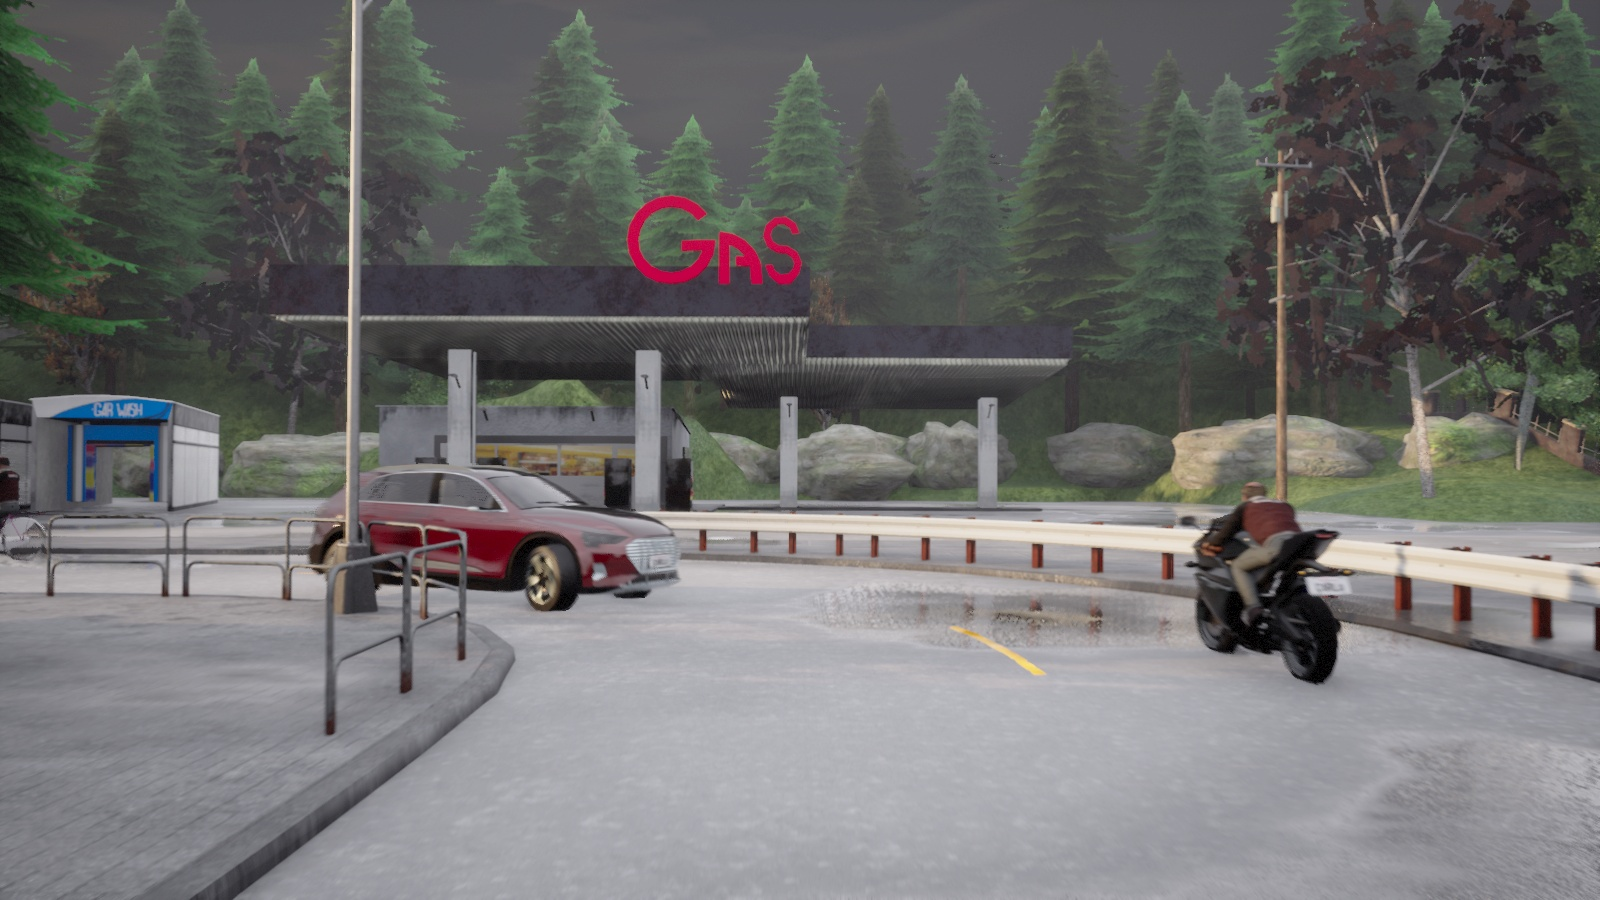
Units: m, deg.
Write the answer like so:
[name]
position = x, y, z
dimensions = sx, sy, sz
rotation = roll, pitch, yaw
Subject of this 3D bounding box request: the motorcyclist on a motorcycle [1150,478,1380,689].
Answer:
[motorcyclist on a motorcycle]
position = 3.752, 1.010, 10.393
dimensions = 0.866, 1.530, 2.191
rotation = -1, -1, -6

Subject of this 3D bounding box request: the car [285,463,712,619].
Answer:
[car]
position = -3.698, 1.017, 15.308
dimensions = 4.856, 1.649, 2.033
rotation = -1, -2, 26

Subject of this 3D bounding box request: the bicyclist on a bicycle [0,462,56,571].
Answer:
[bicyclist on a bicycle]
position = -13.504, 1.089, 20.899
dimensions = 1.843, 1.776, 0.659
rotation = 0, -1, 1
